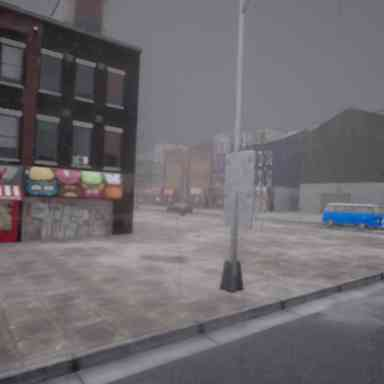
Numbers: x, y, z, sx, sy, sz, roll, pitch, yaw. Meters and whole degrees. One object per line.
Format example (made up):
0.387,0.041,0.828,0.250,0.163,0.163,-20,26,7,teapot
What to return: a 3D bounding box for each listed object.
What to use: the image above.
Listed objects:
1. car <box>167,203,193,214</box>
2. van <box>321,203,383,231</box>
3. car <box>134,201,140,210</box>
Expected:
-1.486,1.964,41.255,1.802,1.307,4.206,3,-2,-35,car
11.194,1.710,23.437,1.690,1.788,3.998,3,-2,-35,van
-9.321,1.874,47.816,1.895,1.301,4.718,3,-2,-35,car
